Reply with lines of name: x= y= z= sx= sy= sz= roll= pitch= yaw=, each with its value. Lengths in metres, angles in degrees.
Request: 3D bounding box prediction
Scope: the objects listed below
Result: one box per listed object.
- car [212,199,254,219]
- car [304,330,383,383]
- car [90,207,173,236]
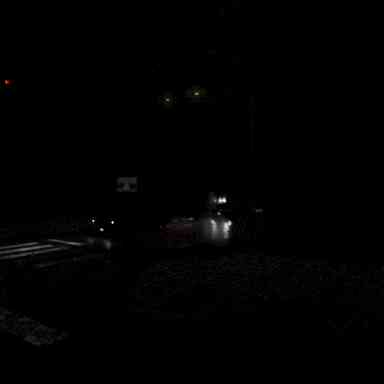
car: x=3.480 y=1.374 z=27.525 sx=2.128 sy=1.511 sz=4.902 roll=0 pitch=1 yaw=35
car: x=2.757 y=1.315 z=0.841 sx=5.009 sy=1.841 sz=2.192 roll=0 pitch=0 yaw=35
car: x=-3.168 y=1.534 z=18.159 sx=1.895 sy=1.301 sz=4.718 roll=0 pitch=0 yaw=35
